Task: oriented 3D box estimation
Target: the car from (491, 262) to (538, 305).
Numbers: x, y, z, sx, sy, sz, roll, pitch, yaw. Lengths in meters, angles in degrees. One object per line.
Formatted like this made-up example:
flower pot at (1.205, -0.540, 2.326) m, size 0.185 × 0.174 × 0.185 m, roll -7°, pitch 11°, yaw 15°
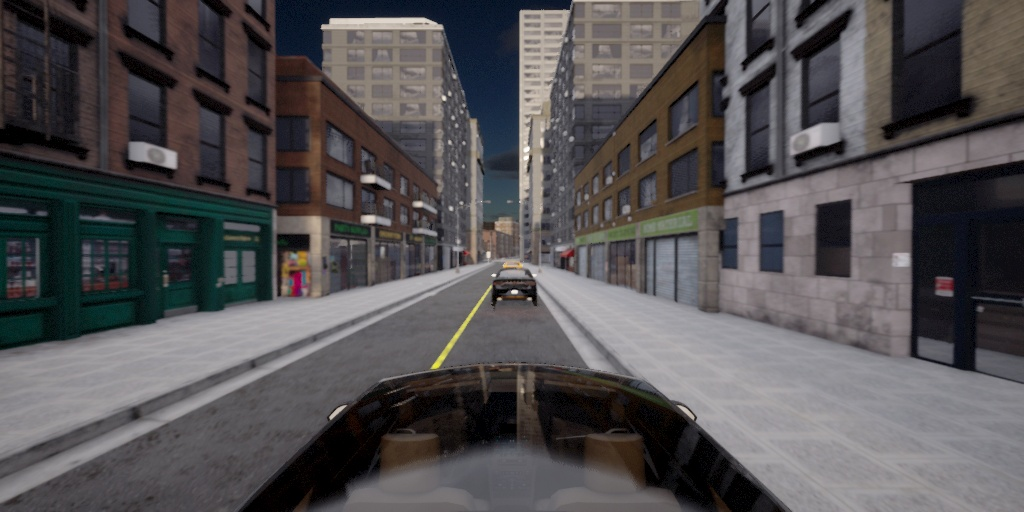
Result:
car at (0.098, 1.230, 16.220) m, size 1.882 × 1.535 × 5.008 m, roll 0°, pitch 0°, yaw 0°
